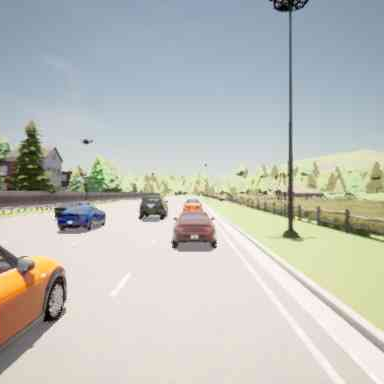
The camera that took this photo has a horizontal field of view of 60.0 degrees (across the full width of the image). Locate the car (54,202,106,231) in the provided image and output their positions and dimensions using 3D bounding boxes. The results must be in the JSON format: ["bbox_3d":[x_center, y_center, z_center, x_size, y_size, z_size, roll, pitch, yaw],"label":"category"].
[{"bbox_3d":[-6.899,1.568,21.296,1.882,1.535,5.008,0,0,0],"label":"car"}]

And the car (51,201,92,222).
[{"bbox_3d":[-10.399,1.629,29.068,1.837,1.490,4.892,0,0,0],"label":"car"}]

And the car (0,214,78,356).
[{"bbox_3d":[-3.401,1.371,4.438,2.097,1.767,4.553,0,0,0],"label":"car"}]

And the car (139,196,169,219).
[{"bbox_3d":[-3.399,1.351,30.186,2.150,2.045,5.566,0,0,0],"label":"car"}]

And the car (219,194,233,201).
[{"bbox_3d":[8.924,1.582,87.206,3.866,1.878,1.905,0,0,0],"label":"car"}]

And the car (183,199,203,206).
[{"bbox_3d":[0.102,1.509,37.120,2.097,1.767,4.553,0,0,0],"label":"car"}]

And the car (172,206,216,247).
[{"bbox_3d":[0.102,1.591,15.253,1.812,1.442,4.674,0,0,0],"label":"car"}]
